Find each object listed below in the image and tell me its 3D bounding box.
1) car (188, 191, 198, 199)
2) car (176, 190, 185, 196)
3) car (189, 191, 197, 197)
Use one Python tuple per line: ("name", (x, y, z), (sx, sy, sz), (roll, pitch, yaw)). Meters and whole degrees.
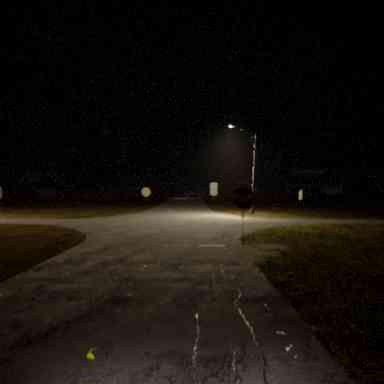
("car", (0.185, 0.643, 69.630), (2.128, 1.511, 4.902), (0, 1, 0))
("car", (-2.552, 0.201, 74.243), (2.033, 1.411, 5.357), (0, 1, 0))
("car", (0.214, 0.396, 80.065), (2.033, 1.411, 5.357), (0, 1, 0))
